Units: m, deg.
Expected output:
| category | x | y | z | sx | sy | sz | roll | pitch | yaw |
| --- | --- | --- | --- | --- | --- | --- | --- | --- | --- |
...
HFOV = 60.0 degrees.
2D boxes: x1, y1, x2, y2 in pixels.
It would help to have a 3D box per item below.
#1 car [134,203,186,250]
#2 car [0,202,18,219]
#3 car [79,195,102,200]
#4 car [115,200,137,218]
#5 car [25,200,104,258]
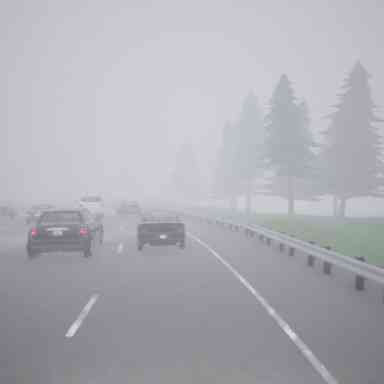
| category | x | y | z | sx | sy | sz | roll | pitch | yaw |
| --- | --- | --- | --- | --- | --- | --- | --- | --- | --- |
| car | -1.490 | 1.490 | 14.646 | 1.882 | 1.535 | 5.008 | 0 | 0 | -10 |
| car | -16.696 | 1.592 | 29.594 | 1.812 | 1.442 | 4.674 | 0 | 0 | -23 |
| car | -9.015 | 1.263 | 29.305 | 2.150 | 2.045 | 5.566 | 0 | 0 | -20 |
| car | -5.987 | 1.526 | 31.023 | 2.128 | 1.511 | 4.902 | 0 | 0 | -20 |
| car | -4.772 | 1.374 | 13.119 | 2.097 | 1.767 | 4.553 | 0 | 0 | -9 |
